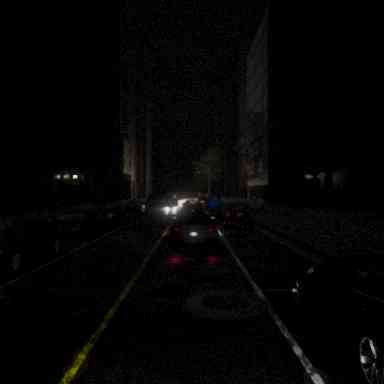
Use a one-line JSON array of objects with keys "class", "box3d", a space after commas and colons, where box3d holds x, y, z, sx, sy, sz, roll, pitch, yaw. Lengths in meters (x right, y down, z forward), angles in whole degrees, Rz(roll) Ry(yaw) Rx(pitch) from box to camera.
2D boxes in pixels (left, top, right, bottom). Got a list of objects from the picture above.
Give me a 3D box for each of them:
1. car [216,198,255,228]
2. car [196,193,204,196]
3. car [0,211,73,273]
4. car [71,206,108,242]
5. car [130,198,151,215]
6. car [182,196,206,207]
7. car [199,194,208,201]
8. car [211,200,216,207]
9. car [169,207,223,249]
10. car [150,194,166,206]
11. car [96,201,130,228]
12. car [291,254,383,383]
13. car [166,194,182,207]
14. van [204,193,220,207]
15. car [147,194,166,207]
[{"class": "car", "box3d": [2.860, 1.435, 21.884, 1.967, 1.590, 4.097, 0, 0, 0]}, {"class": "car", "box3d": [2.357, 1.444, 71.227, 1.812, 1.442, 4.674, 0, 0, 0]}, {"class": "car", "box3d": [-5.667, 1.542, 10.631, 1.887, 1.381, 4.507, 0, 0, 0]}, {"class": "car", "box3d": [-5.667, 1.578, 16.270, 1.802, 1.307, 4.206, 0, 0, 0]}, {"class": "car", "box3d": [-5.665, 1.540, 33.188, 2.008, 1.369, 4.403, 0, 0, 0]}, {"class": "car", "box3d": [0.082, 1.468, 31.001, 1.882, 1.535, 5.008, 0, 0, 0]}, {"class": "car", "box3d": [2.865, 1.338, 83.924, 1.967, 1.590, 4.097, 0, 0, 0]}, {"class": "car", "box3d": [2.860, 1.575, 27.525, 1.802, 1.307, 4.206, 0, 0, 0]}, {"class": "car", "box3d": [0.075, 1.561, 14.595, 1.994, 1.385, 4.181, 0, 0, 0]}, {"class": "car", "box3d": [-5.662, 1.271, 55.747, 2.192, 1.841, 5.009, 0, 0, 0]}, {"class": "car", "box3d": [-5.666, 1.435, 21.910, 1.967, 1.590, 4.097, 0, 0, 0]}, {"class": "car", "box3d": [2.858, 1.565, 4.965, 1.947, 1.339, 4.313, 0, 0, 0]}, {"class": "car", "box3d": [-3.078, 1.457, 50.694, 2.128, 1.511, 4.902, 0, 0, 0]}, {"class": "van", "box3d": [2.863, 1.318, 44.444, 1.690, 1.788, 3.998, 0, 0, 0]}, {"class": "car", "box3d": [-5.662, 1.282, 50.107, 2.192, 1.841, 5.009, 0, 0, 0]}]
